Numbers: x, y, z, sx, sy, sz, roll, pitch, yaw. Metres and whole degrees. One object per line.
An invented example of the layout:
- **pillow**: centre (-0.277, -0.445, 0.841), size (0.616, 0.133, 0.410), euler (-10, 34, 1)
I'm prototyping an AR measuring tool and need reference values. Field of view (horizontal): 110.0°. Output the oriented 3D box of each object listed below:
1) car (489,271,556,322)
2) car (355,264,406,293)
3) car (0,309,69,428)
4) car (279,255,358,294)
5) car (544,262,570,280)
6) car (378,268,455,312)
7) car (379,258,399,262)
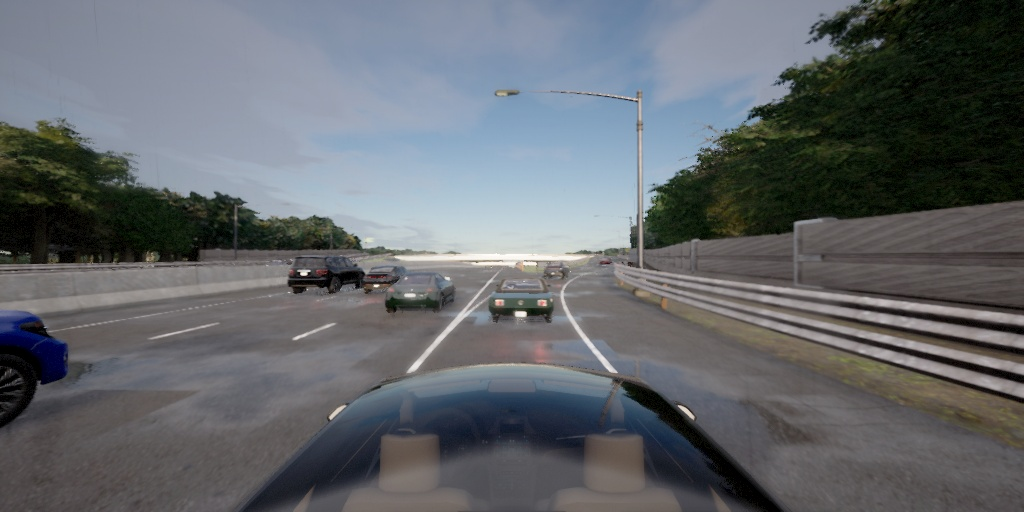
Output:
- **car**: centre (0.403, 1.356, 12.324), size (1.895, 1.301, 4.718), euler (0, 0, 4)
- **car**: centre (-6.907, 1.272, 20.656), size (1.837, 1.490, 4.892), euler (0, 0, 0)
- **car**: centre (-6.900, 0.972, 2.237), size (2.150, 2.045, 5.566), euler (0, 0, 0)
- **car**: centre (-10.408, 0.989, 20.608), size (2.150, 2.045, 5.566), euler (0, 0, 0)
- **car**: centre (4.133, 1.303, 32.694), size (2.128, 1.511, 4.902), euler (-1, 0, 16)
- **car**: centre (-3.504, 1.325, 14.324), size (1.994, 1.385, 4.181), euler (0, 0, 0)
- **car**: centre (-21.042, 1.308, 61.663), size (2.150, 2.045, 5.566), euler (0, -1, 0)
